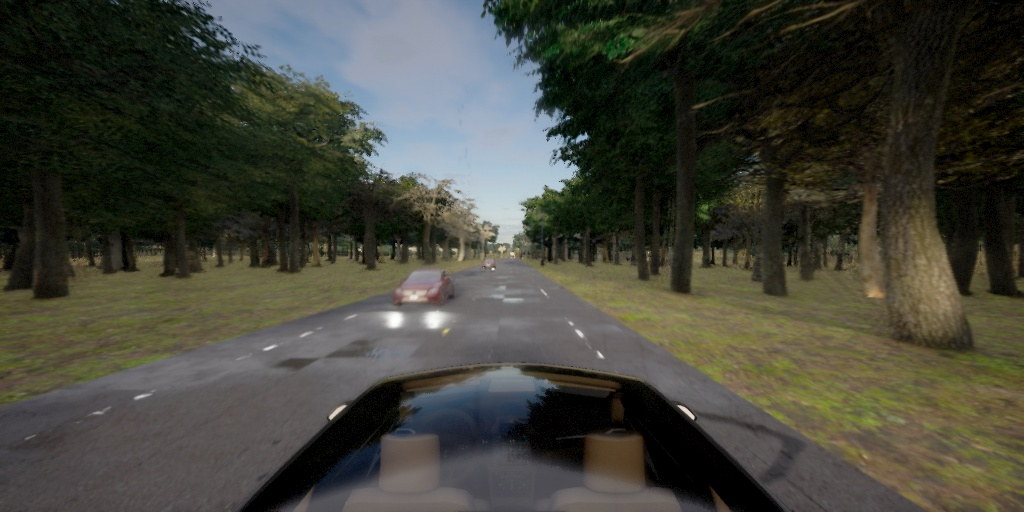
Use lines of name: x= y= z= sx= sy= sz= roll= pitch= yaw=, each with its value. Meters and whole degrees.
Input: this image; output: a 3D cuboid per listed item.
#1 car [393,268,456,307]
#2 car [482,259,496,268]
car: x=-3.594 y=1.265 z=15.476 sx=1.812 sy=1.442 sz=4.674 roll=0 pitch=0 yaw=0
car: x=-3.539 y=1.155 z=56.114 sx=1.812 sy=1.442 sz=4.674 roll=0 pitch=0 yaw=1
